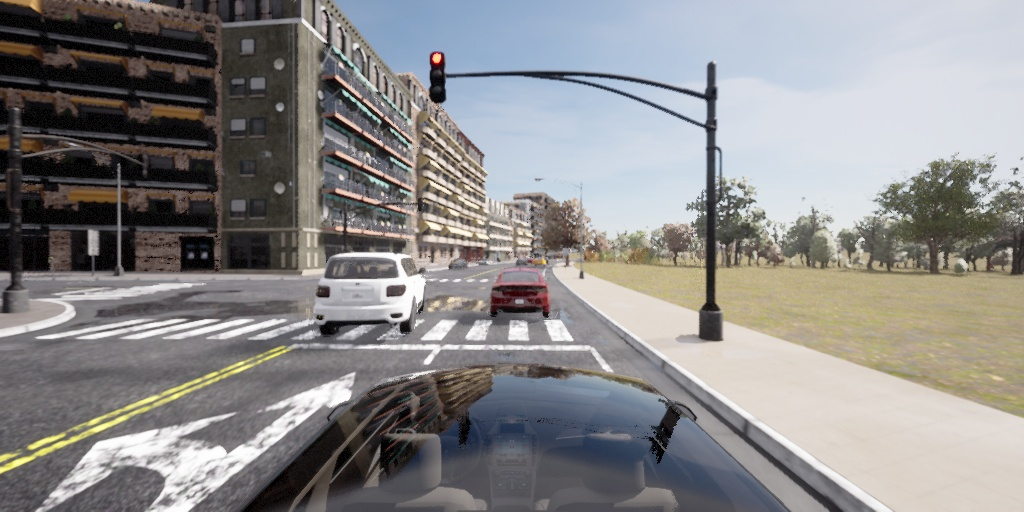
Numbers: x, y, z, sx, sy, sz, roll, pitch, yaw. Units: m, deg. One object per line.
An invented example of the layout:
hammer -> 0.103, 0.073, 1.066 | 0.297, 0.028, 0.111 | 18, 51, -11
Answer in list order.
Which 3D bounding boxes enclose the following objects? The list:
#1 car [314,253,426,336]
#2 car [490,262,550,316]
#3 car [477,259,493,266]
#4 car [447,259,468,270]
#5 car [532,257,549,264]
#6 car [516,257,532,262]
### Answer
car -> -3.822, 0.925, 10.512 | 2.150, 2.045, 5.566 | 0, 0, -9
car -> 0.311, 1.169, 13.030 | 1.882, 1.535, 5.008 | 0, 1, 2
car -> -4.843, 1.168, 64.792 | 1.895, 1.301, 4.718 | 0, 0, 9
car -> -7.120, 1.112, 47.830 | 1.812, 1.442, 4.674 | 0, 0, 7
car -> 5.081, 1.054, 65.069 | 1.882, 1.535, 5.008 | 0, 0, 9
car -> 1.798, 1.065, 65.114 | 2.128, 1.511, 4.902 | 0, 0, 9
